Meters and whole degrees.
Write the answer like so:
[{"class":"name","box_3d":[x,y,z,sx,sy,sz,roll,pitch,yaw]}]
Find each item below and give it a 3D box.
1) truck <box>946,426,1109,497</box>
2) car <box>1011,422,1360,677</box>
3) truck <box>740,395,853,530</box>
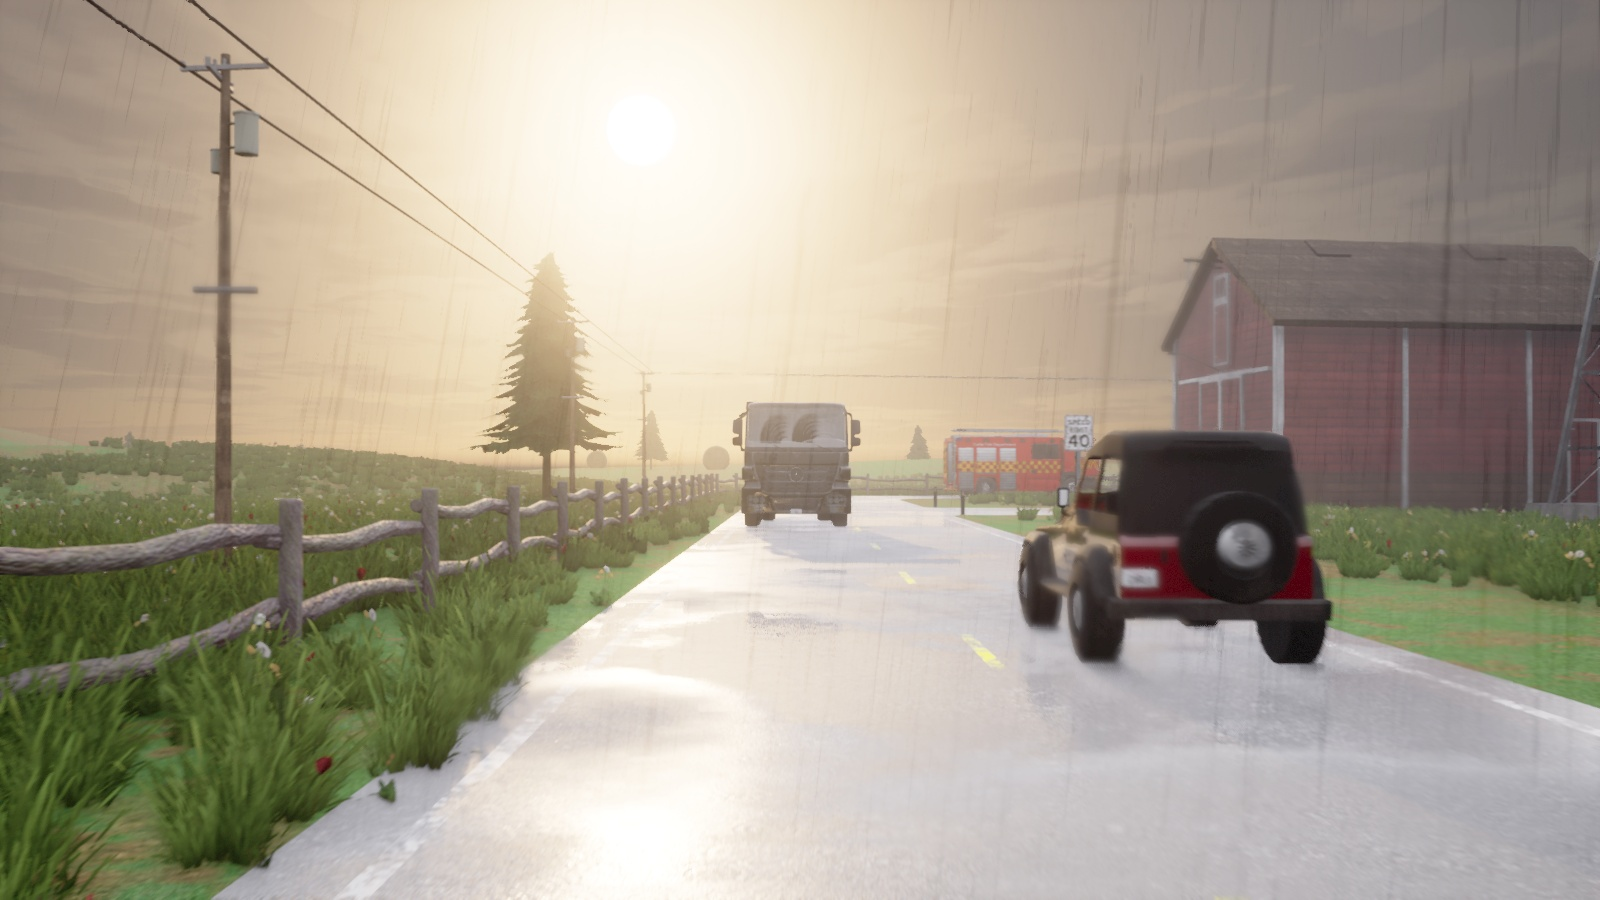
[{"class":"truck","box_3d":[12.627,0.654,69.983,8.468,3.827,2.891,0,-1,-8]},{"class":"car","box_3d":[3.171,0.764,11.211,1.905,1.878,3.866,0,-1,0]},{"class":"truck","box_3d":[-0.096,0.379,36.326,2.891,3.462,7.936,0,-1,0]}]
